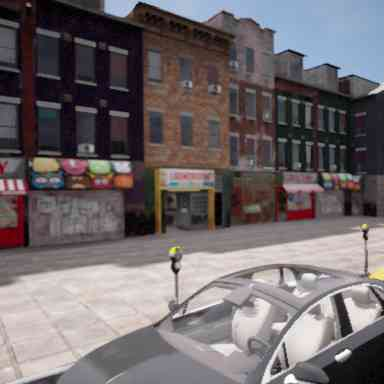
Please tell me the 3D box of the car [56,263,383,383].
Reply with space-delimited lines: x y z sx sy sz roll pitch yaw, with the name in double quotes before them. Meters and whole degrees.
"car" 0.835 1.535 3.416 4.403 1.369 2.008 0 0 -36
